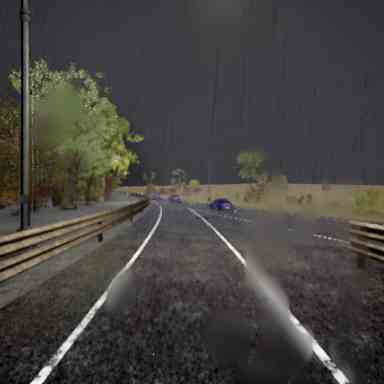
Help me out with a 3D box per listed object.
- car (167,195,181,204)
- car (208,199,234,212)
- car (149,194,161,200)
[{"bbox_3d":[-3.627,1.337,66.302,2.097,1.767,4.553,0,0,-13],"label":"car"},{"bbox_3d":[3.210,1.478,37.077,1.812,1.442,4.674,0,0,-13],"label":"car"},{"bbox_3d":[-10.081,1.363,93.907,2.097,1.767,4.553,0,0,-13],"label":"car"}]
